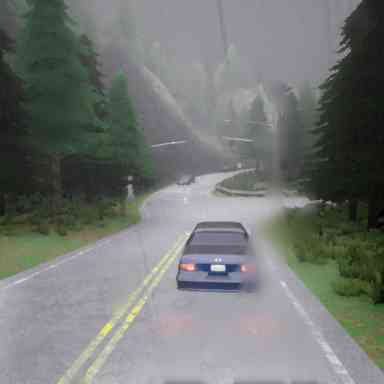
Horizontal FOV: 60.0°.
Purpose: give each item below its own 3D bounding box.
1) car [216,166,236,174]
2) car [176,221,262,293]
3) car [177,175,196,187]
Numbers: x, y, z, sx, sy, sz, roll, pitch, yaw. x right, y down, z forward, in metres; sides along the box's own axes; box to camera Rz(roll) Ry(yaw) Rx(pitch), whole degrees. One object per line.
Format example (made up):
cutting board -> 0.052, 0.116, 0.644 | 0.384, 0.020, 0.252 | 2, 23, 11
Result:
car -> 6.818, -4.464, 66.499 | 1.895, 1.301, 4.718 | 4, 11, 42
car -> 0.736, 1.496, 8.910 | 2.033, 1.411, 5.357 | 0, 0, 5
car -> -0.860, -1.812, 50.562 | 2.128, 1.511, 4.902 | 1, 10, 17
